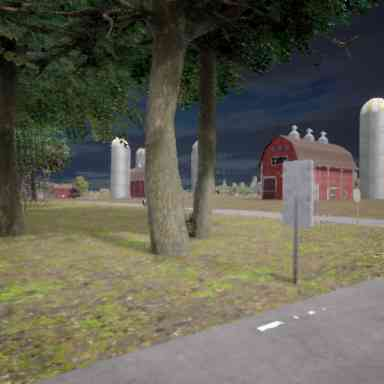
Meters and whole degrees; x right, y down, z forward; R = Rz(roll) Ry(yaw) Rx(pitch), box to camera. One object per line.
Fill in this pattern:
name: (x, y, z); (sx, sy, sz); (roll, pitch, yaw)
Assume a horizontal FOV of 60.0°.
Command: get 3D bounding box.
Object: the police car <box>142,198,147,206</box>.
police car: (-5.151, 1.316, 47.271); (2.038, 1.542, 4.974); (1, -1, -35)
